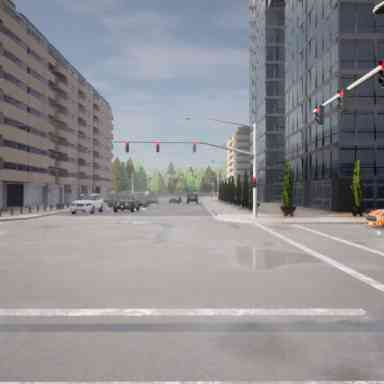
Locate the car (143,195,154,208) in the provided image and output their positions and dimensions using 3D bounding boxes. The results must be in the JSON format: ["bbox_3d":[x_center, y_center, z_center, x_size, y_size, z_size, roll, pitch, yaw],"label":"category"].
[{"bbox_3d":[-7.306,1.547,48.723,2.033,1.411,5.357,0,0,1],"label":"car"}]

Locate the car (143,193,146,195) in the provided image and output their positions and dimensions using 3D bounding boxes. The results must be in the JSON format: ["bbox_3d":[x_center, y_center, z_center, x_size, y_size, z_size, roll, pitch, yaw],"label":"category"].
[{"bbox_3d":[-10.460,1.243,68.789,2.150,2.045,5.566,0,0,1],"label":"car"}]

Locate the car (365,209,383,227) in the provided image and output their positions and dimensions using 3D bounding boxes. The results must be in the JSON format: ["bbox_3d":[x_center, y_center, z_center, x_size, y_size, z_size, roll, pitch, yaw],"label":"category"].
[{"bbox_3d":[13.585,1.407,21.136,4.553,1.767,2.097,0,0,0],"label":"car"}]

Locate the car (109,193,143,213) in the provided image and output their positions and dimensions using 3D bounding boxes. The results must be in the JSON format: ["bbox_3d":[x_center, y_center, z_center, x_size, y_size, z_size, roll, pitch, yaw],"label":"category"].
[{"bbox_3d":[-7.408,1.221,38.155,2.150,2.045,5.566,0,0,1],"label":"car"}]

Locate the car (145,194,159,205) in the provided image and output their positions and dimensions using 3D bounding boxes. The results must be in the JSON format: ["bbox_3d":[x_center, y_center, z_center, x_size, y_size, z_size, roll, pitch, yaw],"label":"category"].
[{"bbox_3d":[-7.135,1.564,60.345,1.994,1.385,4.181,0,0,1],"label":"car"}]

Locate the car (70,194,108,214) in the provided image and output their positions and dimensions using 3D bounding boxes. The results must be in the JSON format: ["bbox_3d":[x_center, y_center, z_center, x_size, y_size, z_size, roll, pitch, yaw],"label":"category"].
[{"bbox_3d":[-10.918,1.218,34.977,2.150,2.045,5.566,0,0,-1],"label":"car"}]

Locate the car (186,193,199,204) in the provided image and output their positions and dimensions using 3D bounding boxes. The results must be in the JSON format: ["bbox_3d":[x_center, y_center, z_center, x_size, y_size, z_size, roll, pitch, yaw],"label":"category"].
[{"bbox_3d":[0.080,1.221,63.864,2.150,2.045,5.566,0,0,1],"label":"car"}]

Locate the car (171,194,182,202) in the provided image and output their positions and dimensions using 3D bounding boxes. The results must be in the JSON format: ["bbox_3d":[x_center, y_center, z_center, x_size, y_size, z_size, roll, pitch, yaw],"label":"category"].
[{"bbox_3d":[-3.389,1.355,74.301,2.097,1.767,4.553,0,0,1],"label":"car"}]

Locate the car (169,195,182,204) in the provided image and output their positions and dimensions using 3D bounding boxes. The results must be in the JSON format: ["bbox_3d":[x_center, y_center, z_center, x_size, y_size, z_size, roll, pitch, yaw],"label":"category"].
[{"bbox_3d":[-3.414,1.525,64.283,1.812,1.442,4.674,0,0,1],"label":"car"}]

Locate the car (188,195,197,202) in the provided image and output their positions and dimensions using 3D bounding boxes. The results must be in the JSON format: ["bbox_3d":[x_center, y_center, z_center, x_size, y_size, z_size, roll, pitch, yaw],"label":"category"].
[{"bbox_3d":[0.119,1.500,74.577,1.837,1.490,4.892,0,0,1],"label":"car"}]
